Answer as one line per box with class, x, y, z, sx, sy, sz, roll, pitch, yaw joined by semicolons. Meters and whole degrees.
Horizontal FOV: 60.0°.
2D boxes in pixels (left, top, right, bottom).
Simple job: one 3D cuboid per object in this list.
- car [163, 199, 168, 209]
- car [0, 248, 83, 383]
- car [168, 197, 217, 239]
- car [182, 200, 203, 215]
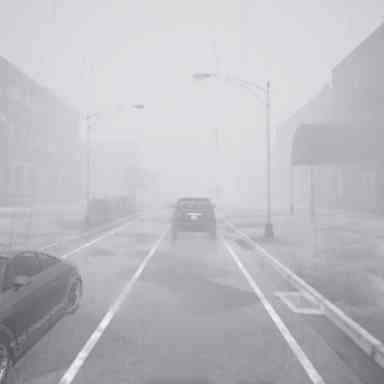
car;-3.077;1.760;48.012;1.994;1.385;4.181;1;-1;0
car;-3.102;1.567;4.788;1.994;1.385;4.181;0;0;0
car;0.095;1.256;17.682;2.150;2.045;5.566;0;0;0
car;0.092;1.620;36.078;2.128;1.511;4.902;0;0;0
